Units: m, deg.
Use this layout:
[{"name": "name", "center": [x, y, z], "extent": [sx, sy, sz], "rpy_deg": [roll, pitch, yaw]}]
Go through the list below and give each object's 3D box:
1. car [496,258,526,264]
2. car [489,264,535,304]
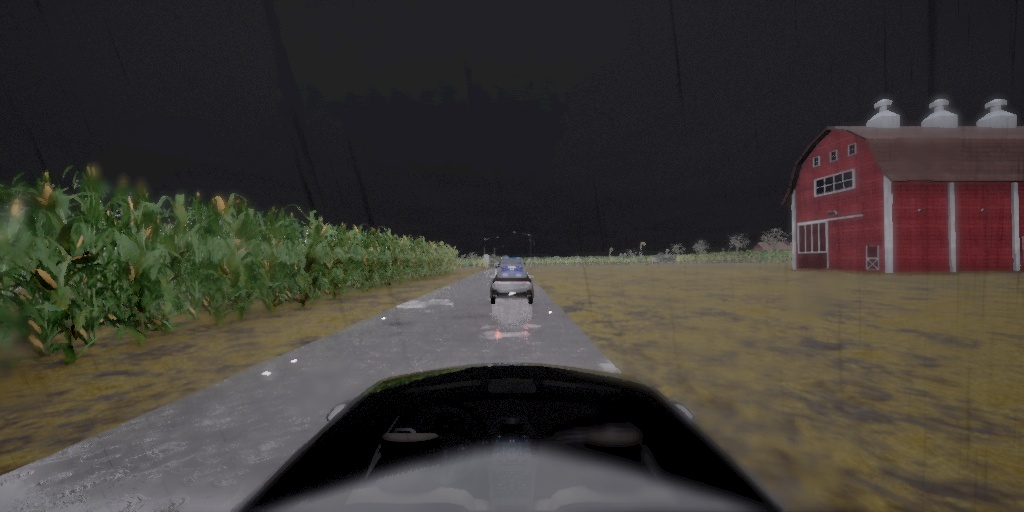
[{"name": "car", "center": [0.000, 1.159, 31.538], "extent": [2.150, 2.045, 5.566], "rpy_deg": [0, 0, 0]}, {"name": "car", "center": [0.000, 1.288, 16.505], "extent": [2.128, 1.511, 4.902], "rpy_deg": [0, 0, 0]}]
